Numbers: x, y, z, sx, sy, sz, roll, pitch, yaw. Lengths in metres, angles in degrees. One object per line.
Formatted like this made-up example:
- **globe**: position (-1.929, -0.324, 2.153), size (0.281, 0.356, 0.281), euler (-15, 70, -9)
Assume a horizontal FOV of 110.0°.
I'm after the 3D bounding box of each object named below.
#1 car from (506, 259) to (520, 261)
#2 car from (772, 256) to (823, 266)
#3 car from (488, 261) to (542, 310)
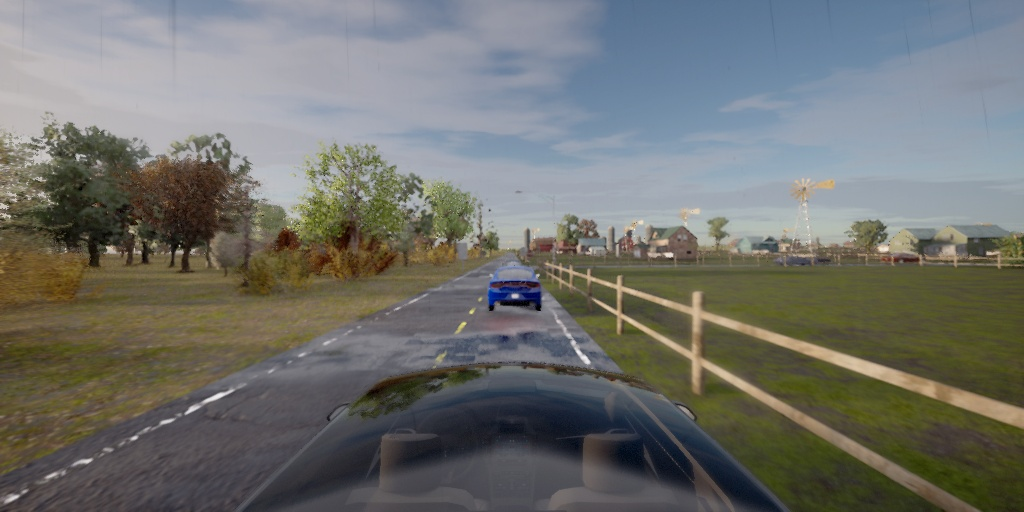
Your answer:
- **car**: position (0.103, 1.011, 30.661), size (1.812, 1.442, 4.674), euler (0, 1, 0)
- **car**: position (39.278, 0.659, 49.776), size (5.357, 1.411, 2.033), euler (0, 0, -1)
- **car**: position (0.103, 1.119, 14.134), size (1.882, 1.535, 5.008), euler (0, 1, 0)
